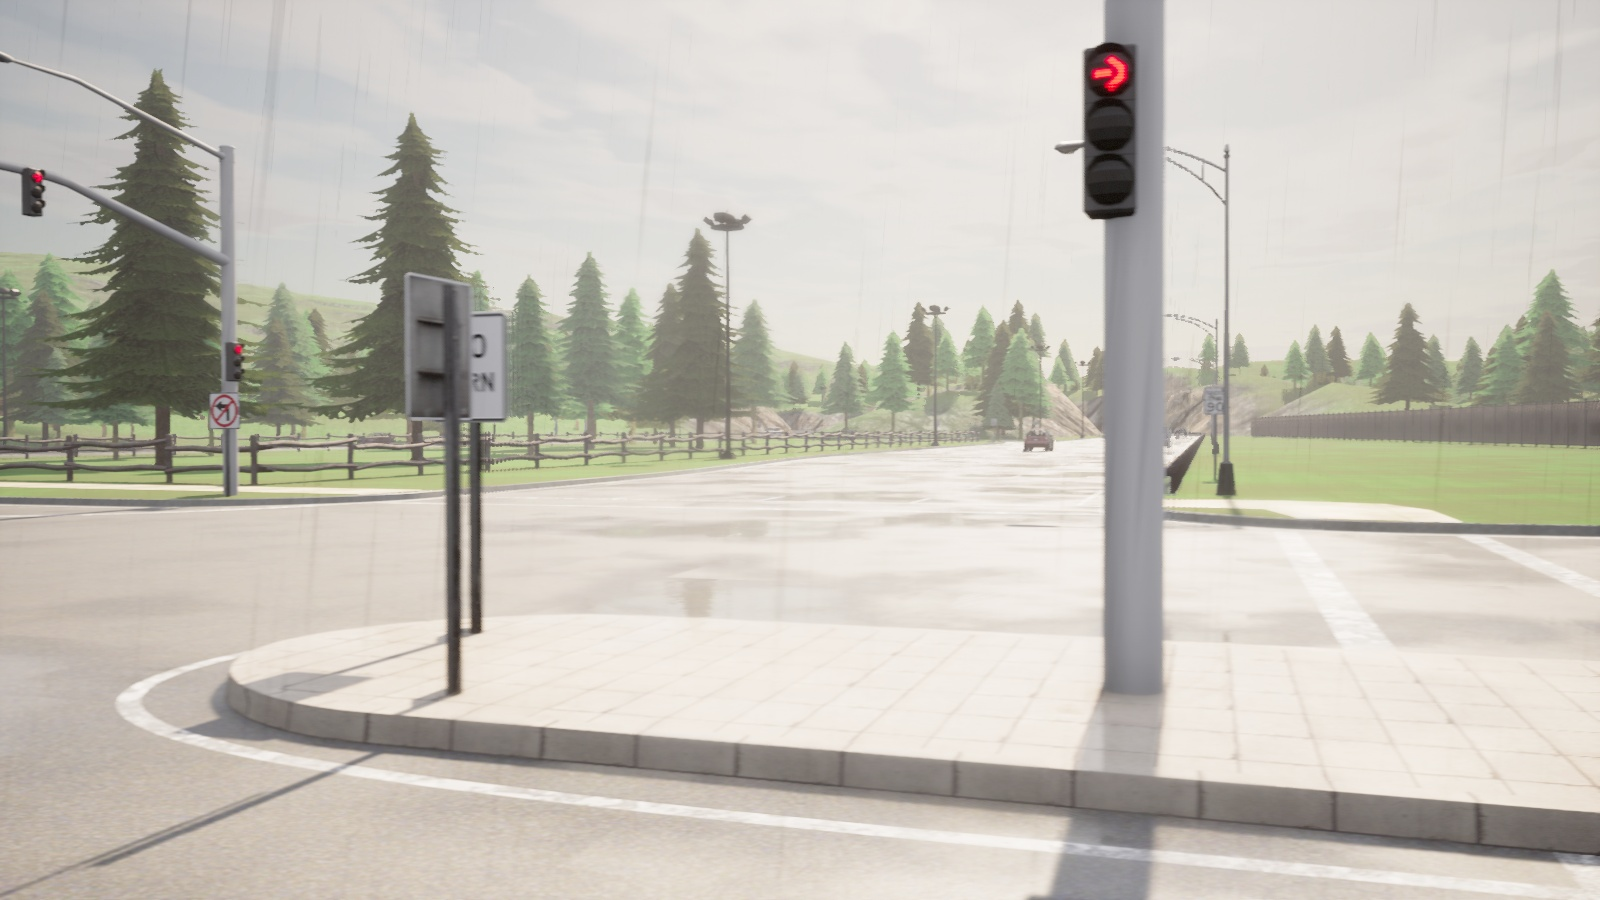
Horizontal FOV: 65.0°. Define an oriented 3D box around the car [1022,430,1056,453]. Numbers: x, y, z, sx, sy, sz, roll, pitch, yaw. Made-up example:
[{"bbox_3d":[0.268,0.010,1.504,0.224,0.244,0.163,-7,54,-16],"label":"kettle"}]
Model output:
[{"bbox_3d":[16.805,-0.627,88.322,1.851,1.617,3.988,1,1,18],"label":"car"}]
